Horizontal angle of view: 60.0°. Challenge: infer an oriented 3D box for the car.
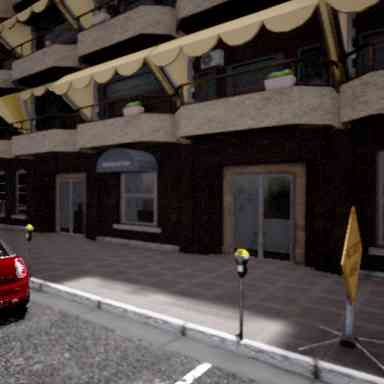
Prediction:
[{"bbox_3d":[-4.980,1.402,6.425,4.097,1.590,1.967,0,0,35],"label":"car"}]
